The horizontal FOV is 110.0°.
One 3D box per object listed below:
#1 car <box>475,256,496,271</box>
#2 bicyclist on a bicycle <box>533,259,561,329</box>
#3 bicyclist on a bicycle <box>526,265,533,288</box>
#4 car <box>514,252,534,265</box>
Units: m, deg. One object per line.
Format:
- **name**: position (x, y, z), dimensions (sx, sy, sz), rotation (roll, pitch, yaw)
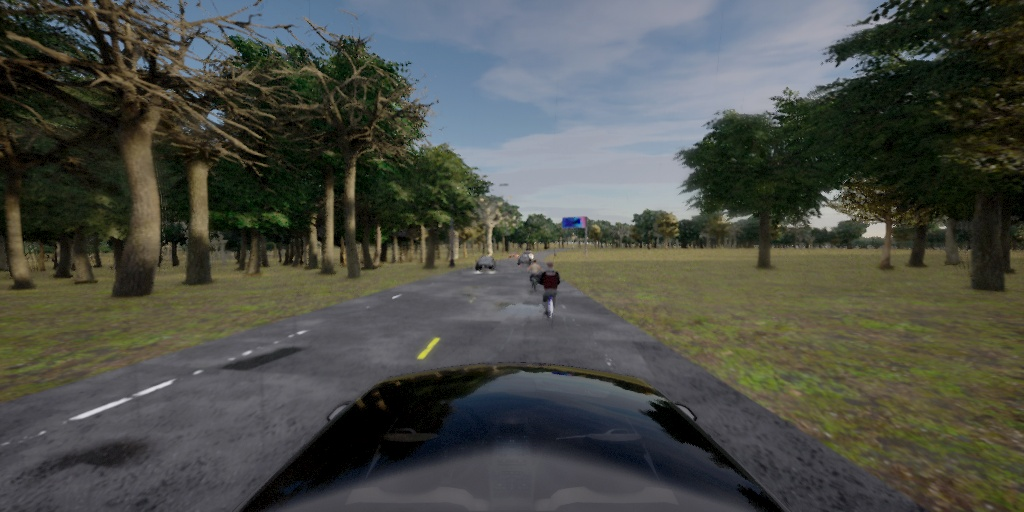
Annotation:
- **car**: position (-2.717, 0.786, 37.753), dimensions (1.837, 1.490, 4.892), rotation (0, 0, 3)
- **bicyclist on a bicycle**: position (1.028, 1.006, 9.852), dimensions (0.659, 1.776, 1.843), rotation (0, 1, 1)
- **bicyclist on a bicycle**: position (1.160, 0.961, 18.182), dimensions (0.866, 1.612, 1.509), rotation (0, 1, 1)
- **car**: position (1.933, 0.551, 55.288), dimensions (2.128, 1.511, 4.902), rotation (0, 1, 4)
